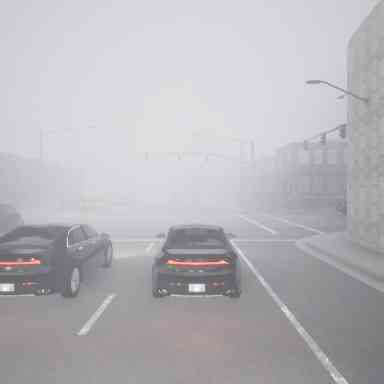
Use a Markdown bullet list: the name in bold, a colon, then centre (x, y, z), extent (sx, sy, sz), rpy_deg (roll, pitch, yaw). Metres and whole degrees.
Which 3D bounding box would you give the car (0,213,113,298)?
- **car**: centre (-3.395, 1.505, 8.525), extent (1.837, 1.490, 4.892), rpy_deg (0, 0, 0)

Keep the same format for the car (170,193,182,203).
- **car**: centre (-3.288, 1.221, 68.287), extent (2.150, 2.045, 5.566), rpy_deg (0, 0, 0)

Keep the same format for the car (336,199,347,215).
- **car**: centre (14.906, 0.764, 27.550), extent (5.566, 2.045, 2.150), rpy_deg (-5, 0, 0)

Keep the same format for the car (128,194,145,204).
- **car**: centre (-10.341, 1.352, 63.932), extent (2.097, 1.767, 4.553), rpy_deg (0, 0, 1)

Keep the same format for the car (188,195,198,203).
- **car**: centre (0.212, 1.352, 68.220), extent (2.097, 1.767, 4.553), rpy_deg (0, 0, 0)

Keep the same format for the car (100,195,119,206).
- **car**: centre (-13.906, 1.351, 56.273), extent (2.097, 1.767, 4.553), rpy_deg (0, 0, 0)

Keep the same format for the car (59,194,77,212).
- **car**: centre (-13.979, 1.221, 39.929), extent (2.150, 2.045, 5.566), rpy_deg (0, 0, 0)

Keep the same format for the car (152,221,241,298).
- **car**: centre (0.105, 1.505, 8.509), extent (1.837, 1.490, 4.892), rpy_deg (0, 0, 0)

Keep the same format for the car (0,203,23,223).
- **car**: centre (-10.549, 1.352, 16.805), extent (2.097, 1.767, 4.553), rpy_deg (0, 0, 0)

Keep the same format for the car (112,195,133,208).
- **car**: centre (-10.444, 1.564, 49.158), extent (1.994, 1.385, 4.181), rpy_deg (0, 0, 0)

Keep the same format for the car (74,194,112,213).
- **car**: centre (-10.491, 1.351, 35.570), extent (2.097, 1.767, 4.553), rpy_deg (0, 0, 0)
